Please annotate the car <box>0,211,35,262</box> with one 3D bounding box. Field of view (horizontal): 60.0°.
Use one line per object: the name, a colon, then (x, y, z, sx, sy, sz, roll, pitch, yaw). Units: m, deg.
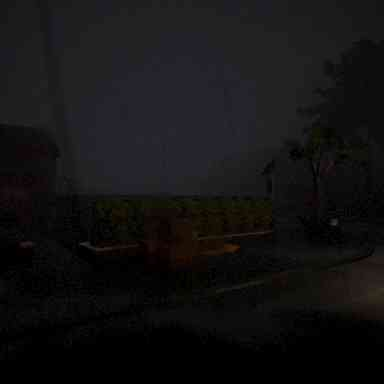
car: (-6.443, 1.356, 10.801, 2.033, 1.415, 5.357, 0, 0, -33)
